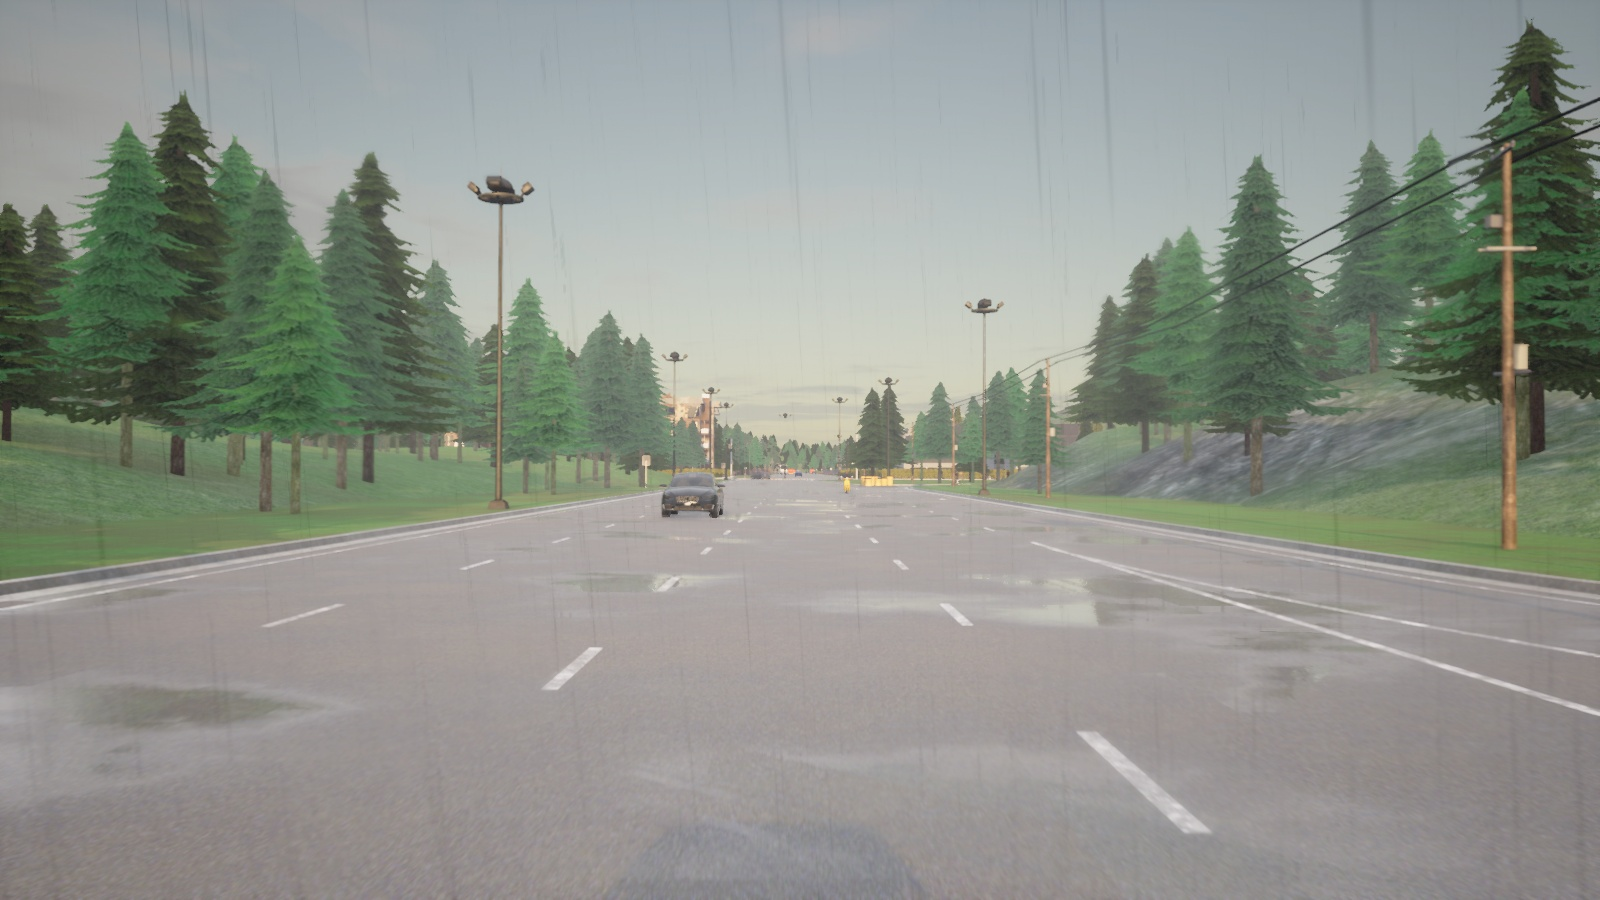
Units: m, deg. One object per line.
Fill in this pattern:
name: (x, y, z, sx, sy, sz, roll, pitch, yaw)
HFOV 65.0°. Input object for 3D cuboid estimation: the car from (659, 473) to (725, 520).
car: (-3.603, 1.548, 42.634, 1.837, 1.490, 4.892, 0, -1, 0)
